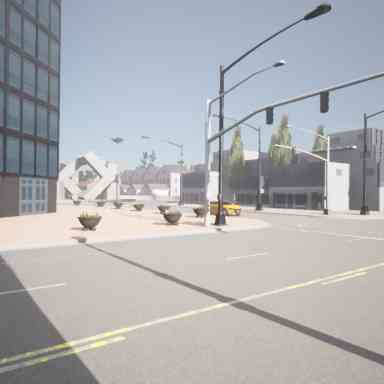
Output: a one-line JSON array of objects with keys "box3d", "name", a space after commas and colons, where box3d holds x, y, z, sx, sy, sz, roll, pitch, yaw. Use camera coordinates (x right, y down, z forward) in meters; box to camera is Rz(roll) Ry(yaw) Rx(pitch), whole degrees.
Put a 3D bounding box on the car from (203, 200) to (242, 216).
[{"box3d": [2.956, 1.563, 33.648, 1.882, 1.535, 5.008, 1, -1, -35], "name": "car"}]
